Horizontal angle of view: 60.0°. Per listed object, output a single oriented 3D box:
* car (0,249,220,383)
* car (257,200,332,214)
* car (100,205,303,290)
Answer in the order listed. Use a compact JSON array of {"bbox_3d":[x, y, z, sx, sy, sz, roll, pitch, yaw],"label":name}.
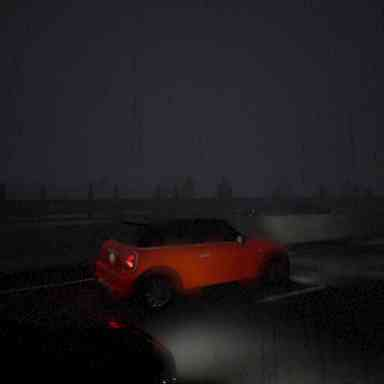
[{"bbox_3d":[-2.315,1.495,1.967,4.892,1.490,1.837,0,0,-36],"label":"car"},{"bbox_3d":[7.647,1.493,23.873,5.357,1.411,2.033,0,0,-24],"label":"car"},{"bbox_3d":[0.185,1.330,7.804,4.553,1.767,2.097,0,0,-33],"label":"car"}]
